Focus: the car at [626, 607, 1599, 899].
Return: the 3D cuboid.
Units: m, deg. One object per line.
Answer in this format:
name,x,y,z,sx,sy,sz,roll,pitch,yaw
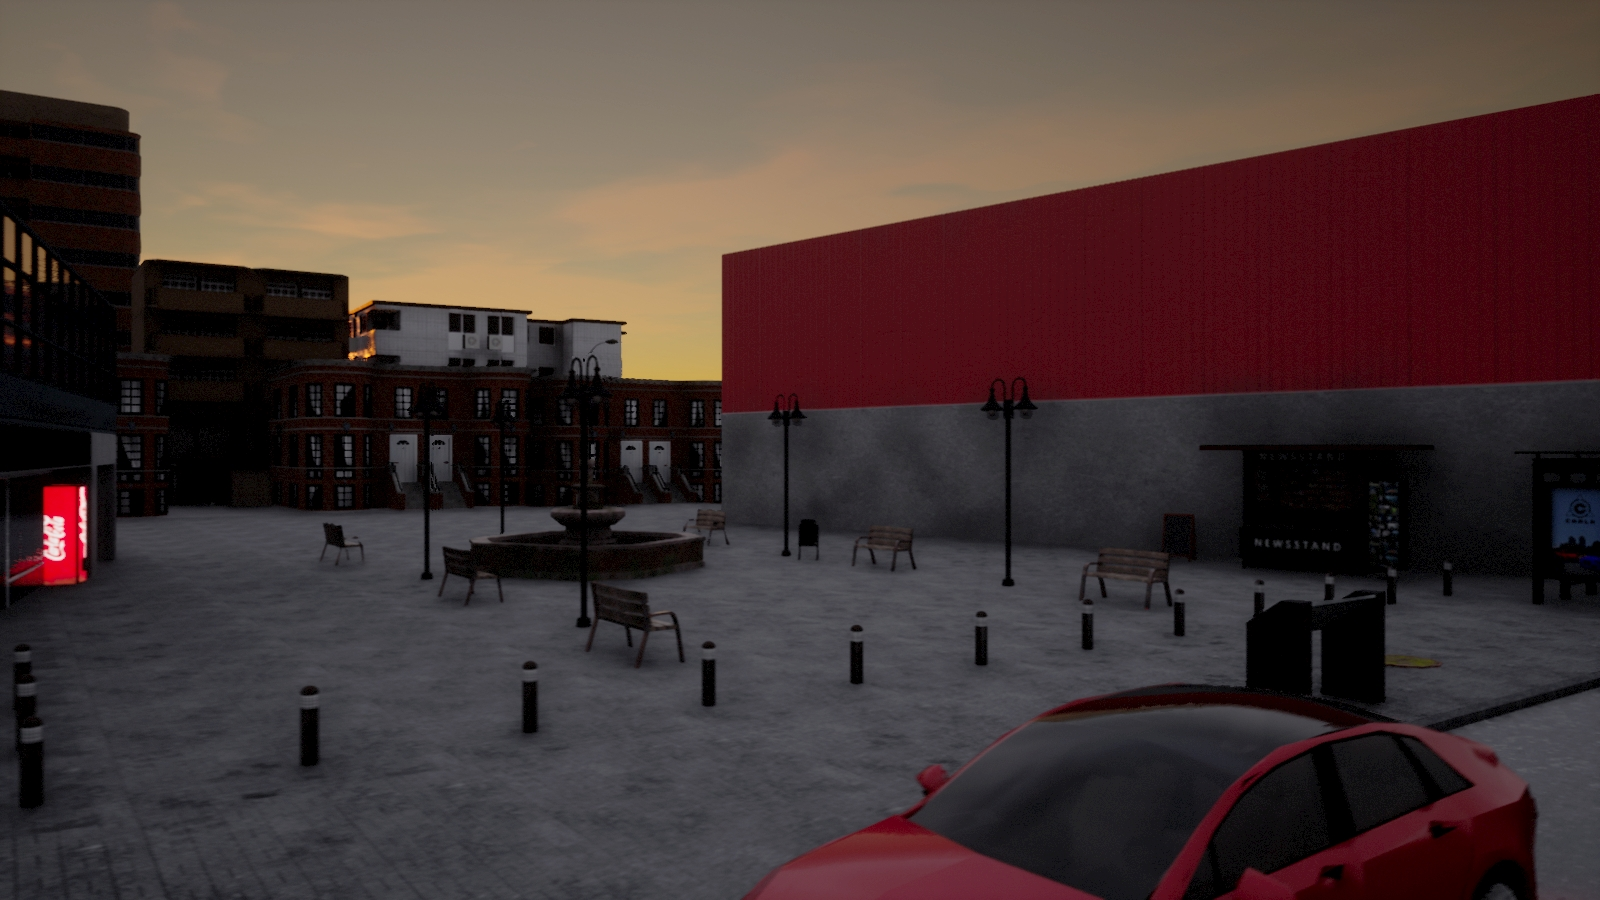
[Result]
car,1.849,1.841,5.708,4.892,1.480,2.231,0,0,-35
